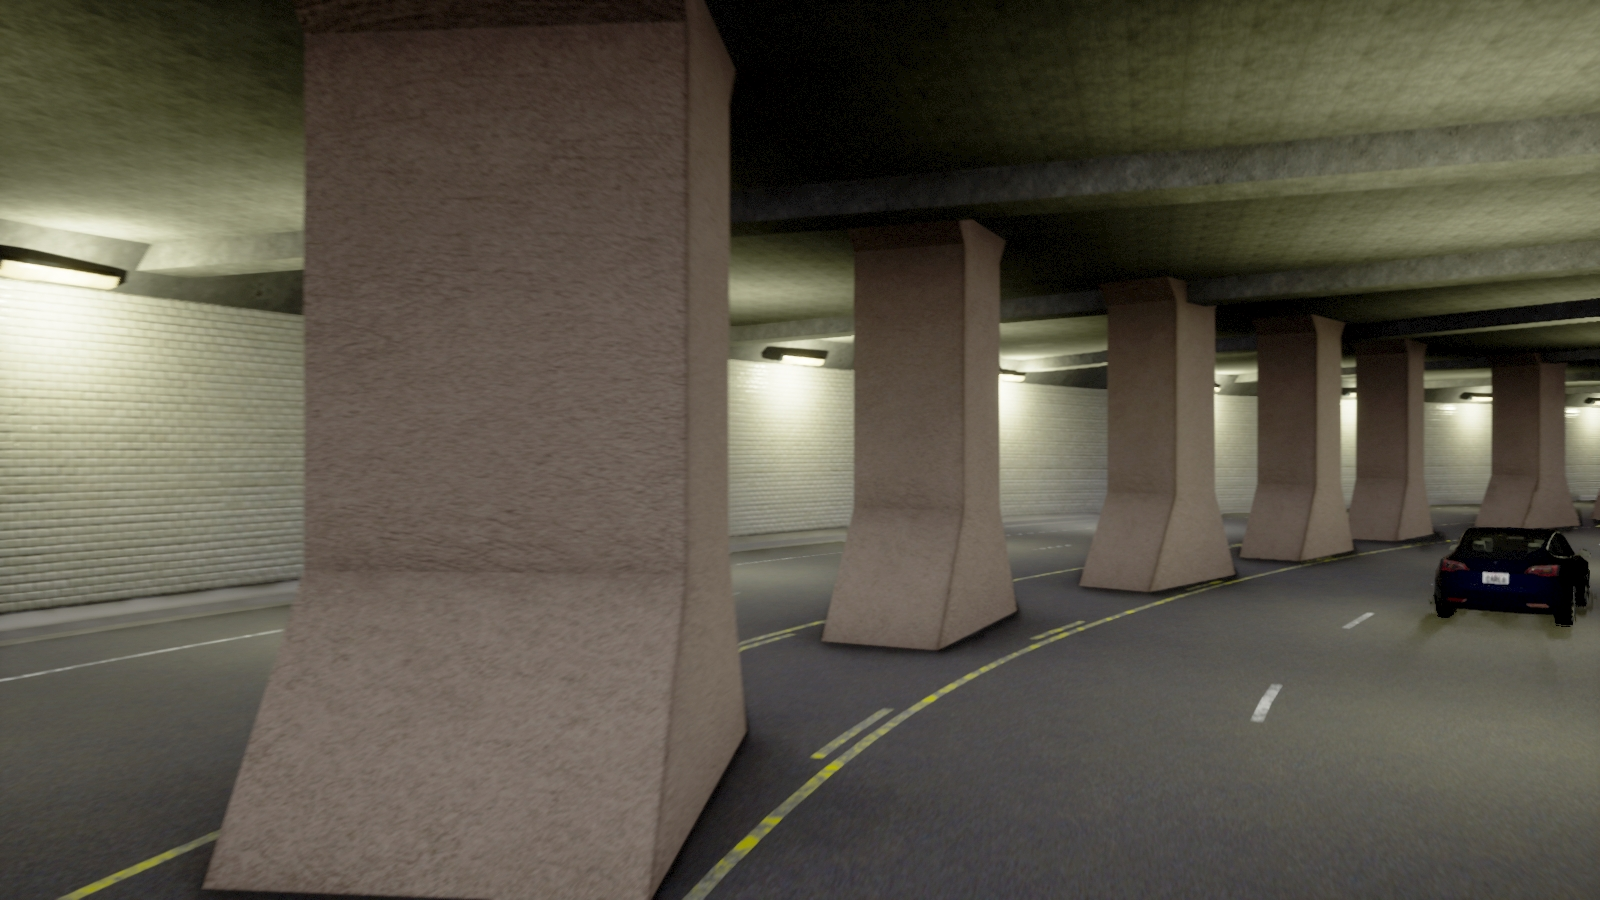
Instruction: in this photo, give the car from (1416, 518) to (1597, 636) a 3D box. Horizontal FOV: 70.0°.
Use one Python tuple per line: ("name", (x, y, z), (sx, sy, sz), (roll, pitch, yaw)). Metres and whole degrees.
("car", (12.402, 2.074, 19.903), (2.163, 1.488, 4.792), (0, 0, 38))
